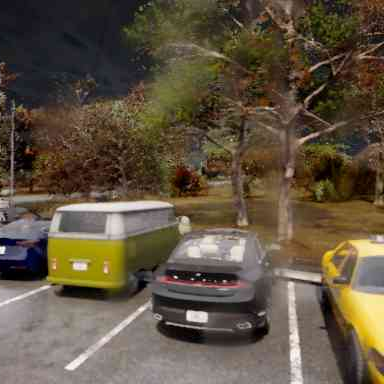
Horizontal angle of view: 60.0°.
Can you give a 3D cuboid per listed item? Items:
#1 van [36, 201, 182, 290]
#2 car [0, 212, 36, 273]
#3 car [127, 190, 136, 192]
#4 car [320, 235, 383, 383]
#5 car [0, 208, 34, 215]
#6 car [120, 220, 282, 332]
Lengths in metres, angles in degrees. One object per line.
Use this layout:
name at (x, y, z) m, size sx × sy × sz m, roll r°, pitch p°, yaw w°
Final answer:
van at (-1.652, 1.246, 8.738) m, size 1.878 × 1.987 × 4.442 m, roll 0°, pitch -1°, yaw 16°
car at (-4.069, 1.494, 10.361) m, size 2.163 × 1.488 × 4.792 m, roll 0°, pitch -1°, yaw 15°
car at (-9.534, -0.772, 57.779) m, size 1.994 × 1.385 × 4.181 m, roll 2°, pitch 5°, yaw 37°
car at (3.069, 1.480, 5.026) m, size 1.946 × 1.575 × 5.366 m, roll 1°, pitch -1°, yaw 16°
car at (-6.479, 1.333, 12.015) m, size 2.185 × 1.767 × 4.553 m, roll 0°, pitch -1°, yaw 15°
car at (0.715, 1.477, 6.908) m, size 2.231 × 1.521 × 4.892 m, roll 0°, pitch -1°, yaw 16°
